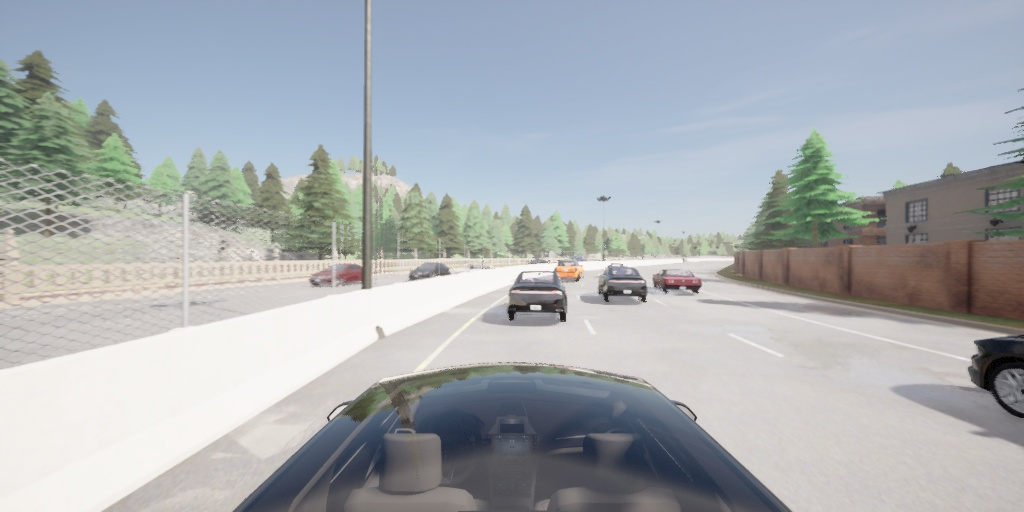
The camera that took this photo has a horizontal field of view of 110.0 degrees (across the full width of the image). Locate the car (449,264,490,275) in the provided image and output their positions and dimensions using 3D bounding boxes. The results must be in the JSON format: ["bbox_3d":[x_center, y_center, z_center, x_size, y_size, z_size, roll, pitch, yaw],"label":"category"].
[{"bbox_3d":[-3.017,1.341,29.041,1.895,1.301,4.718,0,0,16],"label":"car"}]

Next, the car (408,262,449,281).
[{"bbox_3d":[-6.576,1.250,29.198,1.812,1.442,4.674,0,0,16],"label":"car"}]

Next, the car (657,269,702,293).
[{"bbox_3d":[9.526,1.395,21.078,1.895,1.301,4.718,0,0,13],"label":"car"}]

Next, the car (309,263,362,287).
[{"bbox_3d":[-11.401,1.228,24.232,1.812,1.442,4.674,0,0,13],"label":"car"}]

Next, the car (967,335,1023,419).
[{"bbox_3d":[7.204,1.259,2.797,1.882,1.535,5.008,0,0,1],"label":"car"}]

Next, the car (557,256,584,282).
[{"bbox_3d":[4.819,1.126,29.990,2.097,1.767,4.553,0,0,17],"label":"car"}]

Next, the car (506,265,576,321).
[{"bbox_3d":[0.950,1.247,12.540,2.128,1.511,4.902,0,0,7],"label":"car"}]

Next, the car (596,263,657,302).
[{"bbox_3d":[5.194,1.266,17.219,2.128,1.511,4.902,0,0,10],"label":"car"}]

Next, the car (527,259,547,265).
[{"bbox_3d":[4.263,1.279,61.442,1.837,1.490,4.892,0,0,33],"label":"car"}]
